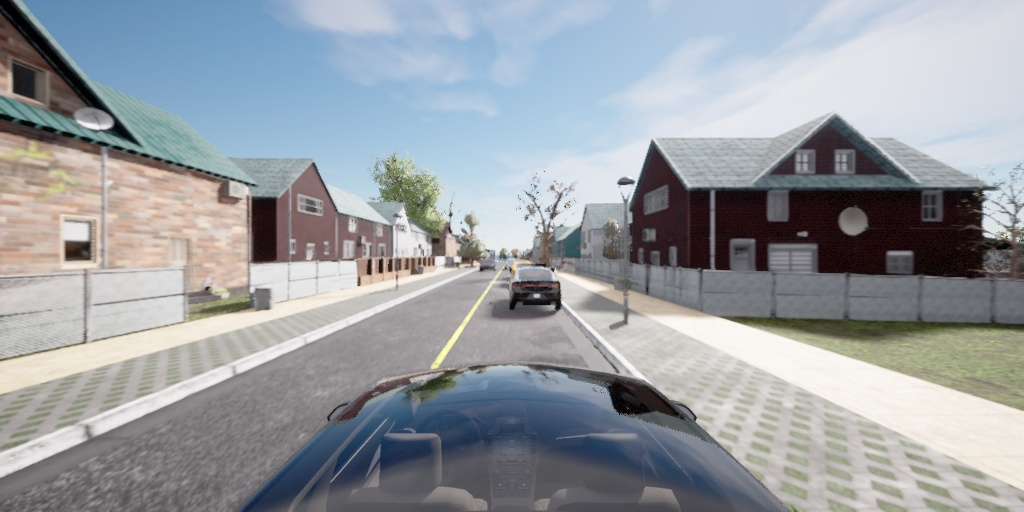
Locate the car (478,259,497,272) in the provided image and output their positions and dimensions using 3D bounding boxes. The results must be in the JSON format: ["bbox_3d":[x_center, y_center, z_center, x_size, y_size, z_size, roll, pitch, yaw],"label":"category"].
[{"bbox_3d":[-2.834,1.072,42.428,1.837,1.490,4.892,0,0,0],"label":"car"}]

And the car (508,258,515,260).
[{"bbox_3d":[0.824,1.101,24.397,1.882,1.535,5.008,0,0,0],"label":"car"}]

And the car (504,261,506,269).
[{"bbox_3d":[0.012,1.083,49.472,1.812,1.442,4.674,0,0,1],"label":"car"}]

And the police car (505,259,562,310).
[{"bbox_3d":[0.824,1.100,14.506,1.930,1.638,5.238,0,0,0],"label":"police car"}]
